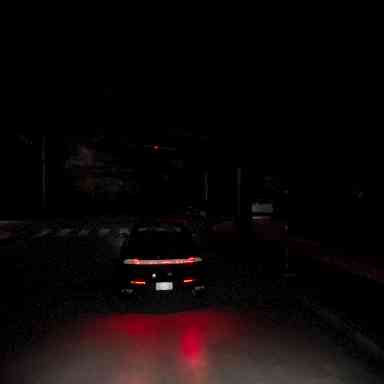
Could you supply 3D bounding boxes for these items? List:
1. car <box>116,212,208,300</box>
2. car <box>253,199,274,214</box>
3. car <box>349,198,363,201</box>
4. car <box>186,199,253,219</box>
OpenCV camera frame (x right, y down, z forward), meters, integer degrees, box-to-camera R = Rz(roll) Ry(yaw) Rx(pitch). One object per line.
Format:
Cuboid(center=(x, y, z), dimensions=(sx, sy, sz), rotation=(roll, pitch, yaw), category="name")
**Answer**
Cuboid(center=(-0.840, 1.492, 8.425), dimensions=(2.128, 1.511, 4.902), rotation=(0, 0, -8), category="car")
Cuboid(center=(6.257, 1.368, 30.803), dimensions=(4.674, 1.442, 1.812), rotation=(0, 0, -12), category="car")
Cuboid(center=(15.331, 1.348, 32.818), dimensions=(4.892, 1.490, 1.837), rotation=(0, 0, -12), category="car")
Cuboid(center=(1.972, 1.344, 26.073), dimensions=(4.892, 1.490, 1.837), rotation=(0, 0, -13), category="car")
